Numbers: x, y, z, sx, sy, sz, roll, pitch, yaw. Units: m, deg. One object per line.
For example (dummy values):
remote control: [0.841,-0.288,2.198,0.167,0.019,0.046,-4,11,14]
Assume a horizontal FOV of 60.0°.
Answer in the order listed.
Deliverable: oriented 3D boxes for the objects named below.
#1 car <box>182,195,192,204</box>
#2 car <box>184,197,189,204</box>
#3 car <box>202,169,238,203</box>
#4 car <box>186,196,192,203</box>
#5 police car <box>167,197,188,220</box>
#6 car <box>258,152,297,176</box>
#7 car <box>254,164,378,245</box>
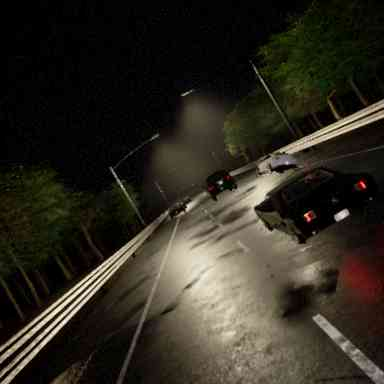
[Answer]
car: [-1.410,2.067,94.160,2.128,1.511,4.902,-31,1,-1]
car: [-2.057,2.015,49.708,2.150,2.045,5.566,-31,0,-1]
car: [2.165,-0.567,27.336,2.150,2.045,5.566,-31,0,-1]
car: [-1.117,2.070,74.085,2.033,1.411,5.357,-31,1,-1]
police car: [-1.859,2.097,39.788,1.930,1.638,5.238,-31,0,-1]
car: [6.057,-2.035,23.988,1.812,1.442,4.674,-4,-2,-3]
car: [2.901,0.235,9.021,1.895,1.301,4.718,-31,0,-1]
